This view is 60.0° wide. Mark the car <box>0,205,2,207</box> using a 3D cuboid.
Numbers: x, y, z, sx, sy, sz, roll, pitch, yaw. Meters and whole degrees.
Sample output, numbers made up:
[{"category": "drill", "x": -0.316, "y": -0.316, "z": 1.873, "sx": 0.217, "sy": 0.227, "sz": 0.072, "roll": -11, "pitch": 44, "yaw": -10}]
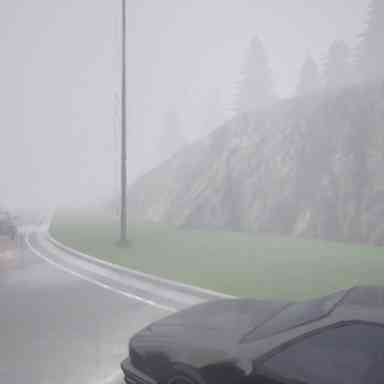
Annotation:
[{"category": "car", "x": -22.104, "y": 1.849, "z": 36.395, "sx": 2.097, "sy": 1.767, "sz": 4.553, "roll": 0, "pitch": -1, "yaw": -22}]

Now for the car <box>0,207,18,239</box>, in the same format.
[{"category": "car", "x": -10.690, "y": 1.776, "z": 18.273, "sx": 1.812, "sy": 1.442, "sz": 4.674, "roll": 0, "pitch": -1, "yaw": -27}]

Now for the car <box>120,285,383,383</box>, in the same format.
[{"category": "car", "x": 1.799, "y": 1.582, "z": 2.714, "sx": 5.357, "sy": 1.411, "sz": 2.033, "roll": -1, "pitch": -1, "yaw": 38}]
